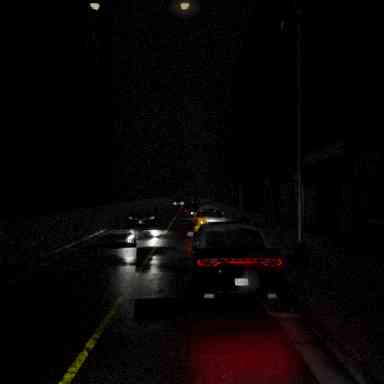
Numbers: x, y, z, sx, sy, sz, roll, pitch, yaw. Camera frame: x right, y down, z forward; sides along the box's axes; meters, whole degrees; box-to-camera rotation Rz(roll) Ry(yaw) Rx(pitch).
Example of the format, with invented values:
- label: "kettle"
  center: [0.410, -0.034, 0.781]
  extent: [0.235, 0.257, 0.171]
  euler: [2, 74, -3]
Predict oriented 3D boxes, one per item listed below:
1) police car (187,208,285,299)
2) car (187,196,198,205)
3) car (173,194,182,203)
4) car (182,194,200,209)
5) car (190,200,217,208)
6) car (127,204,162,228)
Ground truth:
- label: "police car"
  center: [0.903, 1.430, 8.619]
  extent: [1.930, 1.638, 5.238]
  euler: [0, 0, 0]
- label: "car"
  center: [0.018, 1.574, 60.343]
  extent: [1.882, 1.535, 5.008]
  euler: [0, 0, 0]
- label: "car"
  center: [-2.978, 1.366, 74.776]
  extent: [2.150, 2.045, 5.566]
  euler: [0, 0, 0]
- label: "car"
  center: [0.030, 1.414, 46.599]
  extent: [2.097, 1.767, 4.553]
  euler: [0, 0, 0]
- label: "car"
  center: [0.905, 1.469, 18.701]
  extent: [1.801, 1.575, 5.366]
  euler: [0, 0, 0]
- label: "car"
  center: [-3.093, 1.543, 22.307]
  extent: [1.812, 1.442, 4.674]
  euler: [0, 0, 0]
